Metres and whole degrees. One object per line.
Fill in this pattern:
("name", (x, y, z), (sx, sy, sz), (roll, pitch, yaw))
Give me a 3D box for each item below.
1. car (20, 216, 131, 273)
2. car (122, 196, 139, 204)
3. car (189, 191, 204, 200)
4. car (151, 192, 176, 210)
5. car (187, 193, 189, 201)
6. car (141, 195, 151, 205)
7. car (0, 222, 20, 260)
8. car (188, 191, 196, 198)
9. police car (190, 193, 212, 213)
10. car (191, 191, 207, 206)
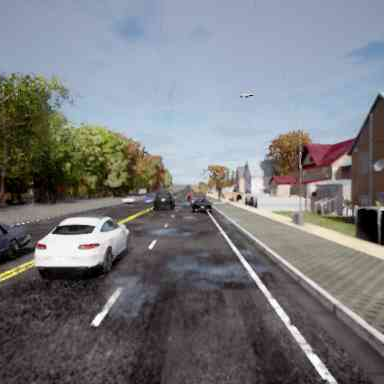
("car", (-3.150, 1.459, 10.294), (1.812, 1.442, 4.674), (0, 1, 0))
("car", (-9.784, 1.236, 53.154), (1.895, 1.301, 4.718), (0, 0, 1))
("car", (0.980, 1.057, 43.622), (2.097, 1.767, 4.553), (0, 0, 0))
("car", (-3.146, 0.962, 38.848), (2.150, 2.045, 5.566), (0, 1, 0))
("car", (0.008, 0.966, 67.323), (1.882, 1.535, 5.008), (0, 0, 0))
("car", (-6.541, 1.172, 51.645), (1.812, 1.442, 4.674), (0, 1, 1))
("car", (-6.599, 1.487, 9.324), (2.033, 1.411, 5.357), (0, 0, 0))
("car", (0.009, 0.625, 84.785), (2.097, 1.767, 4.553), (0, 0, 0))
("police car", (0.979, 1.200, 33.762), (1.930, 1.638, 5.238), (0, 0, 0))
("car", (0.981, 0.885, 49.680), (2.150, 2.045, 5.566), (0, 0, 0))
